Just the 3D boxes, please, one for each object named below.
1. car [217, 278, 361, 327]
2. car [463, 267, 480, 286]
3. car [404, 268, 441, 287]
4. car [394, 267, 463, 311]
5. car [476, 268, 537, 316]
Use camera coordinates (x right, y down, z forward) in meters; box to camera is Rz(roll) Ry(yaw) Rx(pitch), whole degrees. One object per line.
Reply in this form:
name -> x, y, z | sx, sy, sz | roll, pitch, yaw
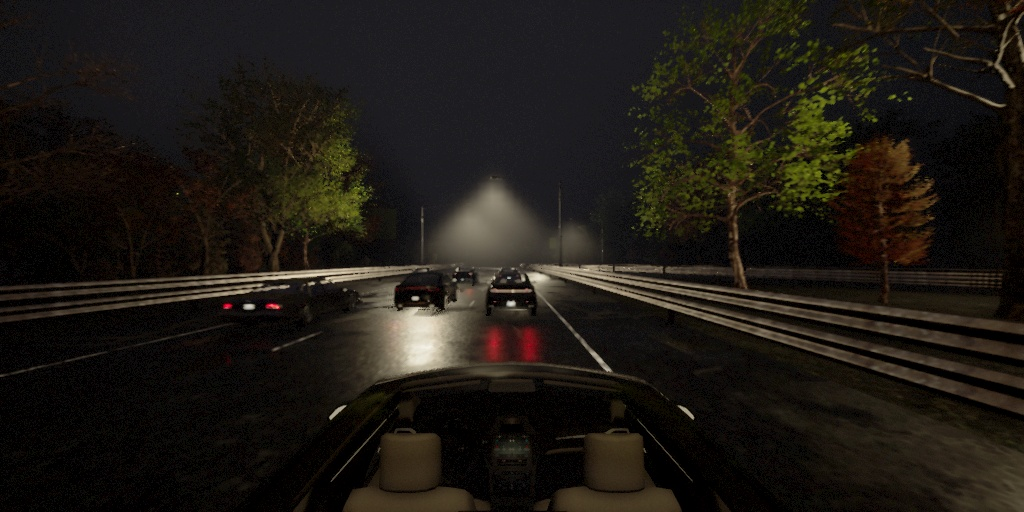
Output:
car -> -7.027, 1.435, 12.094 | 2.033, 1.411, 5.357 | 0, -1, 0
car -> -3.751, 1.612, 29.342 | 2.128, 1.511, 4.902 | 0, -1, -1
car -> -7.252, 1.689, 29.525 | 1.994, 1.385, 4.181 | 0, -1, -1
car -> -3.536, 1.409, 15.542 | 1.882, 1.535, 5.008 | 0, 0, 0
car -> -0.030, 1.407, 14.313 | 2.128, 1.511, 4.902 | 0, -1, 0
